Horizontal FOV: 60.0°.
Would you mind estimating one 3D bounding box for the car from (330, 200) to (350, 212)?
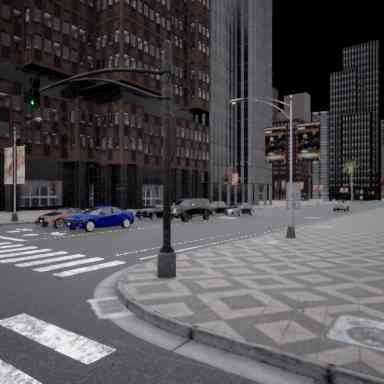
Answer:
[{"bbox_3d":[24.186,2.429,53.682,2.033,1.411,5.357,0,-1,34],"label":"car"}]

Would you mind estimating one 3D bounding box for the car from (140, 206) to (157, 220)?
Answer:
[{"bbox_3d":[-3.286,1.974,31.988,1.895,1.301,4.718,0,-1,35],"label":"car"}]

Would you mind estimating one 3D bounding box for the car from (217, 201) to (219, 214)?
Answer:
[{"bbox_3d":[2.540,1.872,40.237,2.097,1.767,4.553,0,-1,35],"label":"car"}]

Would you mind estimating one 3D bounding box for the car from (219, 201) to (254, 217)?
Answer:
[{"bbox_3d":[5.610,2.026,38.945,2.128,1.511,4.902,0,-1,35],"label":"car"}]

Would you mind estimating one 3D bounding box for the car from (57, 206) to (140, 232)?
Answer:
[{"bbox_3d":[-6.095,1.717,22.365,1.882,1.535,5.008,0,-1,35],"label":"car"}]

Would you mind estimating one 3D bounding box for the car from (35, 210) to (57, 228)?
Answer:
[{"bbox_3d":[-8.959,1.794,23.938,1.994,1.385,4.181,0,-1,36],"label":"car"}]

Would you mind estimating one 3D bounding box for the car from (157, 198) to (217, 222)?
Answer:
[{"bbox_3d":[-0.318,1.606,30.556,2.150,2.045,5.566,0,-1,35],"label":"car"}]
